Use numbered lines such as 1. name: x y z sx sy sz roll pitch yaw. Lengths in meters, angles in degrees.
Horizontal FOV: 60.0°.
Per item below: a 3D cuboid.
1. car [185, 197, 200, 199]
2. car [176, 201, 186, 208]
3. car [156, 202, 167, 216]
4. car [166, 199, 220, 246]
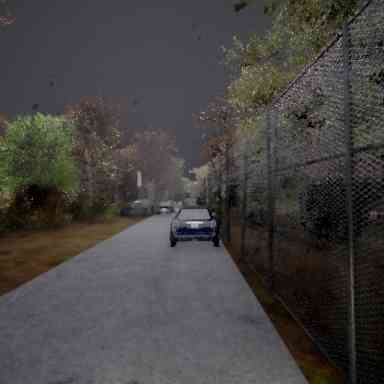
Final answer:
1. car: 0.029 1.583 37.935 2.150 2.045 5.566 0 -1 0
2. car: -2.564 2.940 78.220 1.837 1.490 4.892 0 -2 3
3. car: -2.950 1.849 37.435 2.128 1.511 4.902 0 -1 0
4. car: 0.097 1.410 15.757 2.097 1.767 4.553 0 0 0
